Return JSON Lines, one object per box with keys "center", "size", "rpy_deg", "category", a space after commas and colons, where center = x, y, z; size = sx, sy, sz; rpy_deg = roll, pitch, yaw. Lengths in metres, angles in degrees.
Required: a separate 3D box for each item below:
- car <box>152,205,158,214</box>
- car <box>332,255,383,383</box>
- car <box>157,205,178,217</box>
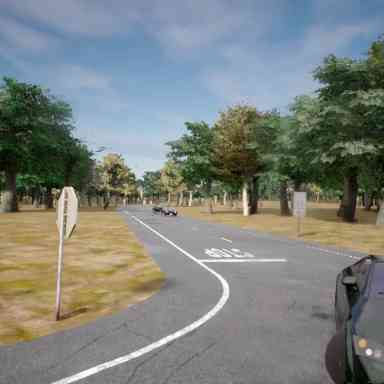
{"center": [-5.649, 2.961, 56.873], "size": [1.882, 1.535, 5.008], "rpy_deg": [3, -2, -14], "category": "car"}
{"center": [3.094, 1.643, 4.607], "size": [1.994, 1.385, 4.181], "rpy_deg": [1, -1, 22], "category": "car"}
{"center": [-3.411, 2.850, 48.022], "size": [1.895, 1.301, 4.718], "rpy_deg": [3, -2, -13], "category": "car"}
